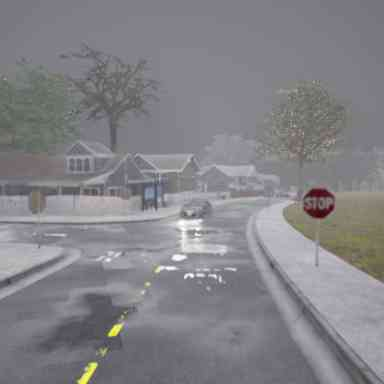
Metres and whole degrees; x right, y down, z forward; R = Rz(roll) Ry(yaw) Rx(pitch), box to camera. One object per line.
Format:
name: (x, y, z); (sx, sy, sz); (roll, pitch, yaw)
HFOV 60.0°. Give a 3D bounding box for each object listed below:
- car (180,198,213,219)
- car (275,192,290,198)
car: (0.428, 1.314, 27.096); (2.128, 1.511, 4.902); (1, 2, 15)
car: (19.172, 0.653, 70.612); (1.895, 1.301, 4.718); (2, 2, 32)
